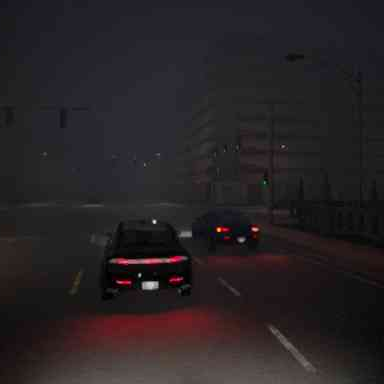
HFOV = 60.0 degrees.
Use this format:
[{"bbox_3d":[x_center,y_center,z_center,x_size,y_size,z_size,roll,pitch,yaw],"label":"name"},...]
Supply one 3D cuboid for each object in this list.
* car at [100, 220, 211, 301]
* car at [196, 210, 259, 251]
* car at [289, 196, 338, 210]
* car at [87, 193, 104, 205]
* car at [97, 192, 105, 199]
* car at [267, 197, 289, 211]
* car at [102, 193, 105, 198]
[{"bbox_3d":[-1.211,1.448,8.333,2.128,1.511,4.902,0,0,-11],"label":"car"},{"bbox_3d":[1.242,1.455,13.755,1.812,1.442,4.674,0,0,-12],"label":"car"},{"bbox_3d":[13.303,1.227,35.626,4.553,1.767,2.097,0,0,-14],"label":"car"},{"bbox_3d":[-15.151,1.294,51.515,1.994,1.385,4.181,0,0,-13],"label":"car"},{"bbox_3d":[-22.522,0.878,82.416,1.882,1.535,5.008,0,0,-14],"label":"car"},{"bbox_3d":[11.181,1.363,38.705,4.892,1.490,1.837,0,0,-14],"label":"car"},{"bbox_3d":[-18.729,1.176,66.681,1.812,1.442,4.674,0,0,-13],"label":"car"}]
